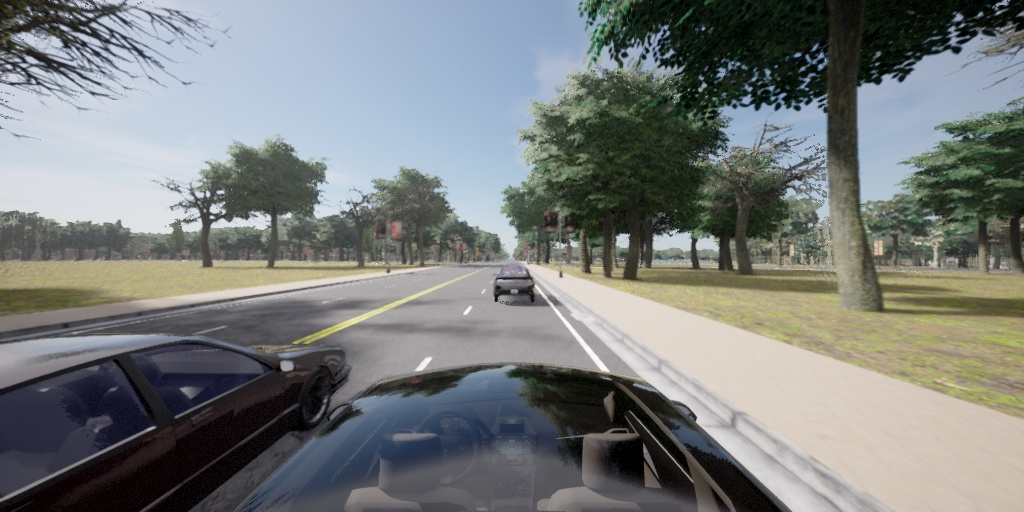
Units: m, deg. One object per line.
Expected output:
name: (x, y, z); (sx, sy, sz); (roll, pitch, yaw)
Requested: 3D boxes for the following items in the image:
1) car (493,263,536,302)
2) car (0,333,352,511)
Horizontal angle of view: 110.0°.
car: (0.102, 1.261, 17.248); (2.128, 1.511, 4.902); (0, 0, 0)
car: (-3.150, 1.297, 2.522); (2.033, 1.411, 5.357); (0, 0, 0)
